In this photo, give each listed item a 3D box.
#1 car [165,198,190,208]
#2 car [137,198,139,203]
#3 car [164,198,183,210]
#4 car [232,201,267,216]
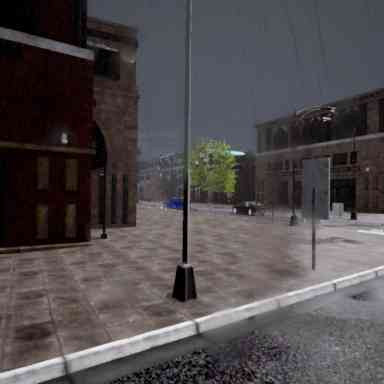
[{"bbox_3d":[-2.180,1.623,49.292,1.887,1.381,4.507,1,-1,-27],"label":"car"},{"bbox_3d":[-12.206,1.666,68.990,1.802,1.307,4.206,1,-1,-27],"label":"car"},{"bbox_3d":[-2.103,1.513,43.695,1.882,1.535,5.008,1,0,-27],"label":"car"},{"bbox_3d":[5.765,1.624,33.746,2.008,1.369,4.403,1,-1,-27],"label":"car"}]
